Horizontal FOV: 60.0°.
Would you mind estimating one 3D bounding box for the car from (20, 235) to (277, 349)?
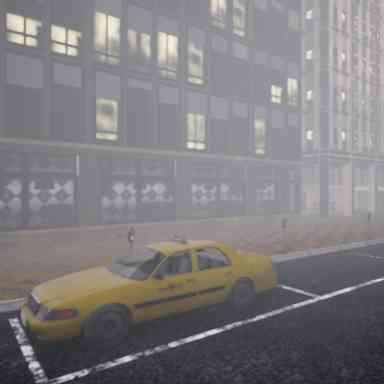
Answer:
[{"bbox_3d":[-0.476,1.526,6.222,4.829,1.417,1.752,0,0,-36],"label":"car"}]
